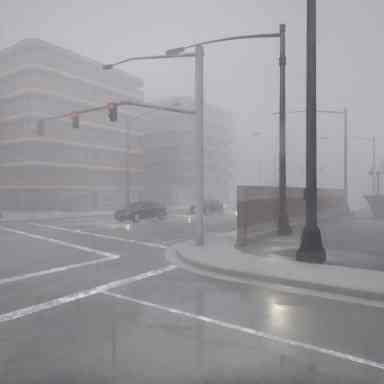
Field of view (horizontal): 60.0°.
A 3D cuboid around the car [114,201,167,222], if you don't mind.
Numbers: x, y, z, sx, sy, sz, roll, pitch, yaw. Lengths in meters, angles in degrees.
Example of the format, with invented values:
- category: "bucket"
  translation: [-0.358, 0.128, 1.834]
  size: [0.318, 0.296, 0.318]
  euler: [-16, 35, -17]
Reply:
- category: "car"
  translation: [-3.961, 1.505, 26.320]
  size: [1.837, 1.490, 4.892]
  euler: [0, 0, 35]

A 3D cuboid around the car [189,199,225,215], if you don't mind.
- category: "car"
  translation: [1.627, 1.505, 34.444]
  size: [1.837, 1.490, 4.892]
  euler: [0, 0, 35]
